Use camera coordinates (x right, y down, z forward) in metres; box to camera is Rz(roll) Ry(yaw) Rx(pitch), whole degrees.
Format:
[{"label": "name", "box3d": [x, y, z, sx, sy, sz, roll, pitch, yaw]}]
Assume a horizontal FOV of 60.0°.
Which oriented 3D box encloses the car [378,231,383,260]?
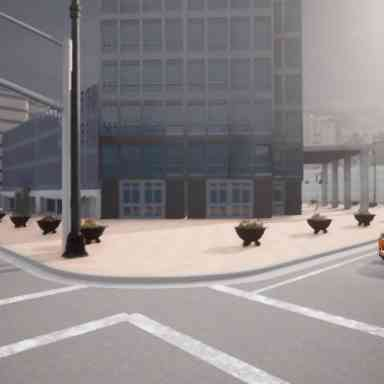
[{"label": "car", "box3d": [8.105, 1.362, 11.270, 4.553, 1.767, 2.097, 0, 0, -42]}]
